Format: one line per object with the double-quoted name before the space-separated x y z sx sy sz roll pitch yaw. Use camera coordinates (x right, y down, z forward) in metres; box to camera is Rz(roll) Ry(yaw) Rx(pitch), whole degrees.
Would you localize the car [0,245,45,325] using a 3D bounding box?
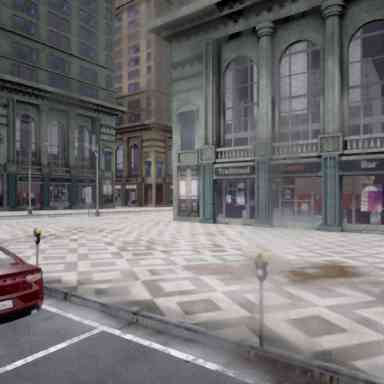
"car" -4.598 1.545 6.222 4.507 1.381 1.887 0 0 35
